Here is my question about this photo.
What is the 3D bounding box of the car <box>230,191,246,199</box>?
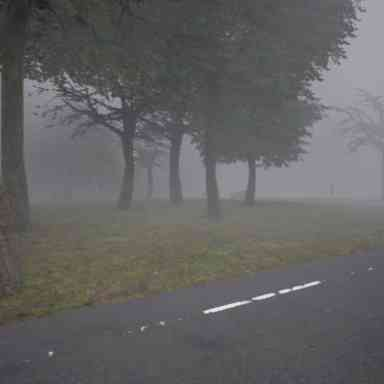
[{"bbox_3d":[9.770,0.518,68.108,2.097,1.767,4.553,2,-1,-35],"label":"car"}]

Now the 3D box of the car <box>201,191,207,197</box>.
[{"bbox_3d":[4.016,0.482,76.029,2.128,1.511,4.902,2,-1,-36],"label":"car"}]
